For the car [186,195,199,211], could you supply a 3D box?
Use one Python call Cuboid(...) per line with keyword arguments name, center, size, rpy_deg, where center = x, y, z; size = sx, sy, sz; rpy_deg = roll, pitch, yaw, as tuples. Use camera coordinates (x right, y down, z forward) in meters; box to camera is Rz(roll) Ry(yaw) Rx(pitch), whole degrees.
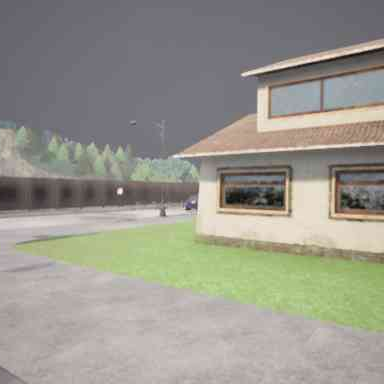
Cuboid(name="car", center=(1.360, 1.094, 35.366), size=(2.097, 1.767, 4.553), rpy_deg=(1, 1, 36))
